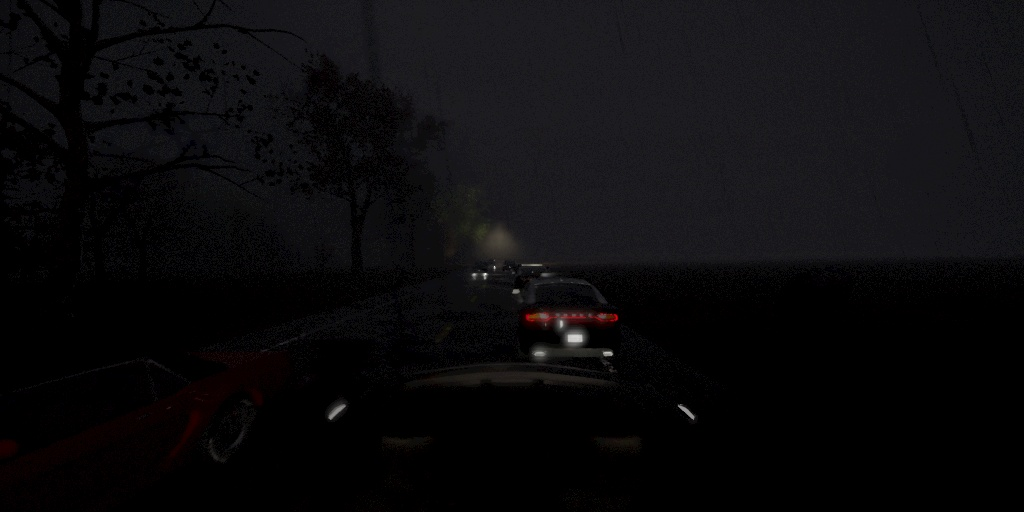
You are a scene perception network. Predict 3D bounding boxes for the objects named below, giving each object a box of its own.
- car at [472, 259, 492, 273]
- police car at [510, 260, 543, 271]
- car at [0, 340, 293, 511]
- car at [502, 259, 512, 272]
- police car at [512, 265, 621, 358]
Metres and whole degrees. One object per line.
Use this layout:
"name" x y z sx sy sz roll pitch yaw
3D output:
"car" -3.860 1.325 44.193 2.033 1.411 5.357 0 0 -1
"police car" 1.025 1.181 18.601 1.930 1.638 5.238 0 0 0
"car" -3.600 1.351 2.125 1.895 1.301 4.718 0 0 0
"car" -0.268 1.345 47.194 1.994 1.385 4.181 0 0 0
"police car" 1.054 1.176 8.592 1.930 1.638 5.238 0 0 0
